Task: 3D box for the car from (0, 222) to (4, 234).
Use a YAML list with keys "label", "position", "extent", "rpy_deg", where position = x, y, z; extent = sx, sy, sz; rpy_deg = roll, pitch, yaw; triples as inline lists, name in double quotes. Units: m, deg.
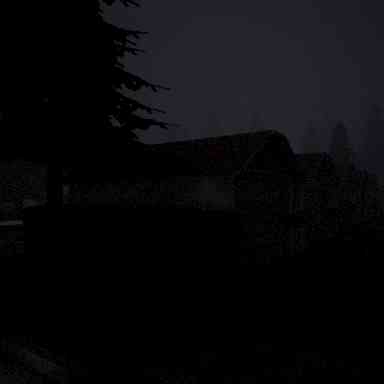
- label: "car"
  position: [-13.020, 2.031, 18.717]
  extent: [1.994, 1.385, 4.181]
  rpy_deg: [-1, -1, 34]
